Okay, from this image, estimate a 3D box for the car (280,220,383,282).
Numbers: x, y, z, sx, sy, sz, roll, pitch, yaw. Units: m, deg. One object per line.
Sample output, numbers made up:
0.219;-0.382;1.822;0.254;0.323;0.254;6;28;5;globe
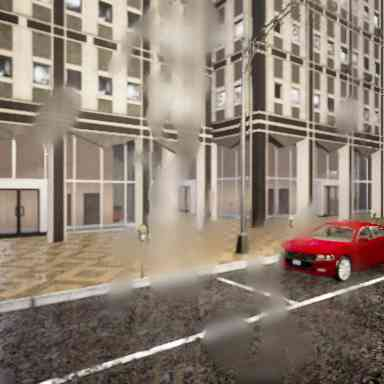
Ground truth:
4.496;1.544;9.767;4.507;1.381;1.887;0;0;-36;car
